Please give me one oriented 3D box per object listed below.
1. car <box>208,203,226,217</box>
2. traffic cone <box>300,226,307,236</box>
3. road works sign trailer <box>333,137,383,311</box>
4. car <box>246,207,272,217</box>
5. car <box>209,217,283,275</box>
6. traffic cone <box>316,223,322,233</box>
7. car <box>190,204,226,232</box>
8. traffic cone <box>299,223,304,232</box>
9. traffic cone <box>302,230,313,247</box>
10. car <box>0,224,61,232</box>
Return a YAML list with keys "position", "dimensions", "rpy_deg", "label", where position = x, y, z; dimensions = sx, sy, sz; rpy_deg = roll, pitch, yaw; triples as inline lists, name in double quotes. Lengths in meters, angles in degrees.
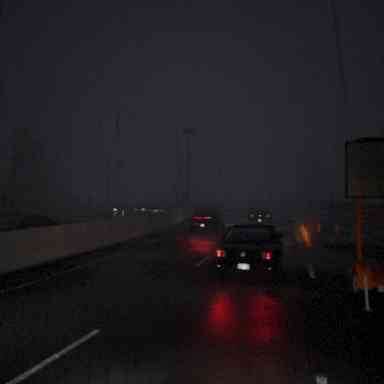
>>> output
- position: [2.825, 2.026, 38.258]
  dimensions: [1.994, 1.385, 4.181]
  rpy_deg: [0, -1, 2]
  label: "car"
- position: [5.711, 2.136, 16.652]
  dimensions: [0.340, 0.580, 0.340]
  rpy_deg: [0, -1, 15]
  label: "traffic cone"
- position: [4.762, 0.537, 7.598]
  dimensions: [2.380, 3.560, 2.880]
  rpy_deg: [0, -1, 15]
  label: "road works sign trailer"
- position: [5.565, 1.923, 28.019]
  dimensions: [1.895, 1.301, 4.718]
  rpy_deg: [0, -1, 8]
  label: "car"
- position: [2.022, 1.729, 11.042]
  dimensions: [1.895, 1.301, 4.718]
  rpy_deg: [0, -1, 17]
  label: "car"
- position: [7.731, 2.170, 20.246]
  dimensions: [0.340, 0.580, 0.340]
  rpy_deg: [0, -1, 15]
  label: "traffic cone"
- position: [1.090, 1.773, 22.134]
  dimensions: [1.837, 1.490, 4.892]
  rpy_deg: [0, -1, 11]
  label: "car"
- position: [6.239, 2.157, 18.581]
  dimensions: [0.340, 0.580, 0.340]
  rpy_deg: [0, -1, 15]
  label: "traffic cone"
- position: [5.183, 2.114, 14.723]
  dimensions: [0.340, 0.580, 0.340]
  rpy_deg: [0, -1, 15]
  label: "traffic cone"
- position: [-7.897, 1.755, 15.236]
  dimensions: [1.812, 1.442, 4.674]
  rpy_deg: [0, -1, 15]
  label: "car"
